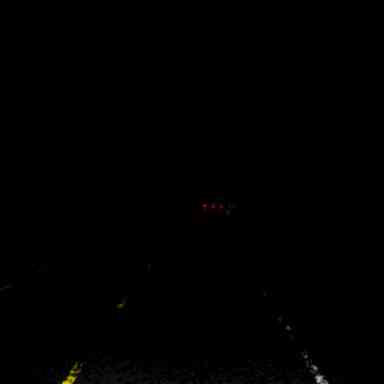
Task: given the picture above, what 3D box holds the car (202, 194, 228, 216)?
[{"bbox_3d":[2.220,1.356,33.112,2.097,1.767,4.553,0,0,7],"label":"car"}]
